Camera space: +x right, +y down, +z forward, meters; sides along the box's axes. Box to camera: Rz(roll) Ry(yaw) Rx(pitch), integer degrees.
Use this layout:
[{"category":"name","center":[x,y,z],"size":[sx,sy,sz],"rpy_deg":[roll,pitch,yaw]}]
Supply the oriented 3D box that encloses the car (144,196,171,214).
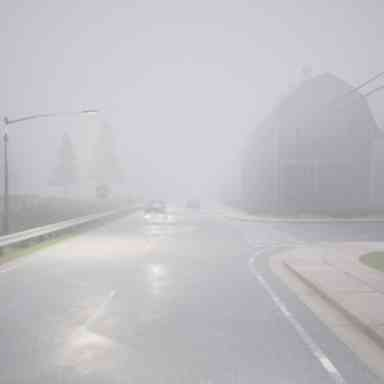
[{"category":"car","center":[-3.580,1.422,33.369],"size":[2.033,1.411,5.357],"rpy_deg":[0,0,0]}]

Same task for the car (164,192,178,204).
[{"category":"car","center":[-3.497,1.014,56.175],"size":[2.150,2.045,5.566],"rpy_deg":[0,0,0]}]

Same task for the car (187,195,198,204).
[{"category":"car","center":[0.108,1.301,60.053],"size":[1.812,1.442,4.674],"rpy_deg":[0,0,0]}]

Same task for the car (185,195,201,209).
[{"category":"car","center":[0.119,1.369,41.909],"size":[1.812,1.442,4.674],"rpy_deg":[0,0,0]}]
